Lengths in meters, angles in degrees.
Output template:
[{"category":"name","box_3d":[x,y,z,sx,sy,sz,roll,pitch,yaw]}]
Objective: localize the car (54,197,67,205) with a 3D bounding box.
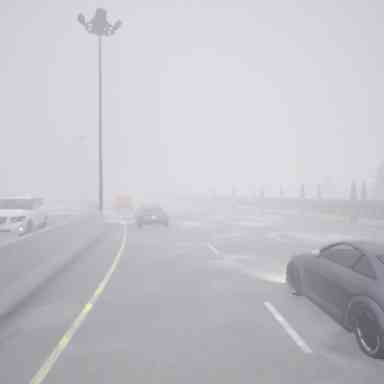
[{"category":"car","box_3d":[-21.809,1.462,54.970,1.994,1.385,4.181,0,0,-20]}]

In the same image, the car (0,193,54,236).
[{"category":"car","box_3d":[-8.964,1.197,17.034,2.150,2.045,5.566,0,0,-12]}]

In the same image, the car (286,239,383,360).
[{"category":"car","box_3d":[3.210,1.531,5.939,1.994,1.385,4.181,0,0,-3]}]

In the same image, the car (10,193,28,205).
[{"category":"car","box_3d":[-31.227,1.140,60.148,2.150,2.045,5.566,0,0,-21]}]

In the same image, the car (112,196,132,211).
[{"category":"car","box_3d":[-8.209,1.252,39.196,2.097,1.767,4.553,0,0,-20]}]

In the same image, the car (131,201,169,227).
[{"category":"car","box_3d":[-2.772,1.500,22.168,1.994,1.385,4.181,0,0,-13]}]

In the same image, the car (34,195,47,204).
[{"category":"car","box_3d":[-27.968,1.399,61.427,1.837,1.490,4.892,0,0,-21]}]
